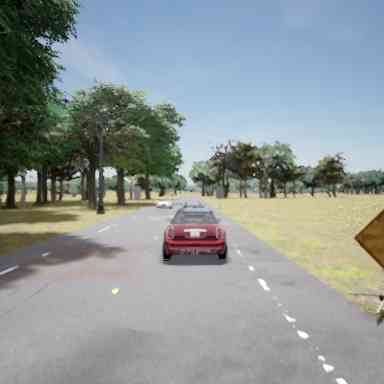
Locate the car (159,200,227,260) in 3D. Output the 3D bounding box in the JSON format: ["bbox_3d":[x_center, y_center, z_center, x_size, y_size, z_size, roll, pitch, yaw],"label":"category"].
[{"bbox_3d":[0.085,1.350,12.617,2.097,1.767,4.553,0,0,0],"label":"car"}]

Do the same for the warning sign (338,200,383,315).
[{"bbox_3d":[3.564,1.114,6.048,1.300,1.860,1.060,1,1,0],"label":"warning sign"}]

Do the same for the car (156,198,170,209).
[{"bbox_3d":[-3.590,1.513,44.240,1.812,1.442,4.674,0,0,0],"label":"car"}]

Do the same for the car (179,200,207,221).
[{"bbox_3d":[0.081,1.484,28.092,2.128,1.511,4.902,0,0,0],"label":"car"}]
